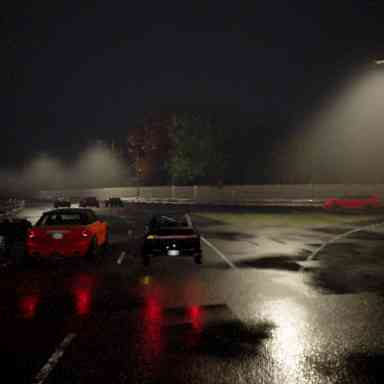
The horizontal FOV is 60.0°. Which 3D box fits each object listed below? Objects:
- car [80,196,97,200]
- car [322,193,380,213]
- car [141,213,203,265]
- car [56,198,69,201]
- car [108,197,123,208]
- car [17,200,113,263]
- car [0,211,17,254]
[{"bbox_3d":[-14.747,1.408,47.500,2.097,1.767,4.553,0,0,-28],"label":"car"},{"bbox_3d":[16.818,1.147,35.415,5.566,2.045,2.150,0,0,8],"label":"car"},{"bbox_3d":[-0.769,1.495,11.761,2.128,1.511,4.902,0,0,-6],"label":"car"},{"bbox_3d":[-18.022,1.562,46.211,2.128,1.511,4.902,0,0,-28],"label":"car"},{"bbox_3d":[-11.507,1.551,48.858,1.837,1.490,4.892,0,0,-28],"label":"car"},{"bbox_3d":[-4.391,1.369,12.347,2.097,1.767,4.553,0,0,-7],"label":"car"},{"bbox_3d":[-8.044,1.523,13.442,2.128,1.511,4.902,0,0,-8],"label":"car"}]
